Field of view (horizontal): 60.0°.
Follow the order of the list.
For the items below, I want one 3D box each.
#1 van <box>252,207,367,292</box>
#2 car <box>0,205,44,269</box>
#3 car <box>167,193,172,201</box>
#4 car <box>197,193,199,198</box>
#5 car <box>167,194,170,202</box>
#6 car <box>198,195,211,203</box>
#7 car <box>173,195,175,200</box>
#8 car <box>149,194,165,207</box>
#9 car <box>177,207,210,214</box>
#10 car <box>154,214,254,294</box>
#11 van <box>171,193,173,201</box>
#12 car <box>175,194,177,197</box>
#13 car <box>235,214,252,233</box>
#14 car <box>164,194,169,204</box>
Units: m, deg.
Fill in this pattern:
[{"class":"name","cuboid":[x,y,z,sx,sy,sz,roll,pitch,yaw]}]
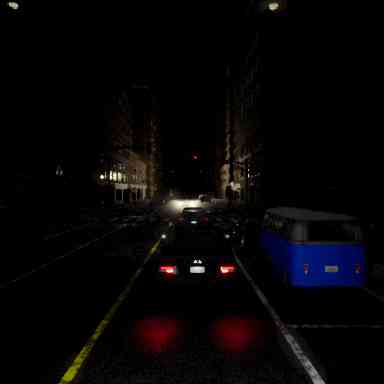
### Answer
[{"class":"van","cuboid":[2.853,1.339,8.653,1.690,1.788,3.998,0,0,0]},{"class":"car","cuboid":[-5.671,1.313,8.612,2.192,1.841,5.009,0,0,0]},{"class":"car","cuboid":[-5.683,1.508,68.653,1.887,1.381,4.507,0,0,0]},{"class":"car","cuboid":[2.840,1.516,79.588,2.008,1.369,4.403,0,0,0]},{"class":"car","cuboid":[-5.682,1.509,63.202,1.887,1.381,4.507,0,0,0]},{"class":"car","cuboid":[2.841,1.404,68.690,1.967,1.590,4.097,0,0,0]},{"class":"car","cuboid":[-5.685,1.516,79.554,2.008,1.369,4.403,0,0,0]},{"class":"car","cuboid":[-5.680,1.493,52.131,1.752,1.417,4.829,0,0,0]},{"class":"car","cuboid":[0.097,1.557,19.243,1.994,1.385,4.181,0,0,0]},{"class":"car","cuboid":[0.099,1.546,8.923,2.033,1.411,5.357,0,0,0]},{"class":"van","cuboid":[-5.685,1.305,74.104,1.690,1.788,3.998,0,0,0]},{"class":"car","cuboid":[-5.687,1.282,85.005,2.192,1.841,5.009,0,0,0]},{"class":"car","cuboid":[2.853,1.562,14.314,1.947,1.339,4.313,0,0,0]},{"class":"car","cuboid":[-5.681,1.516,57.751,2.008,1.369,4.403,0,0,0]}]
